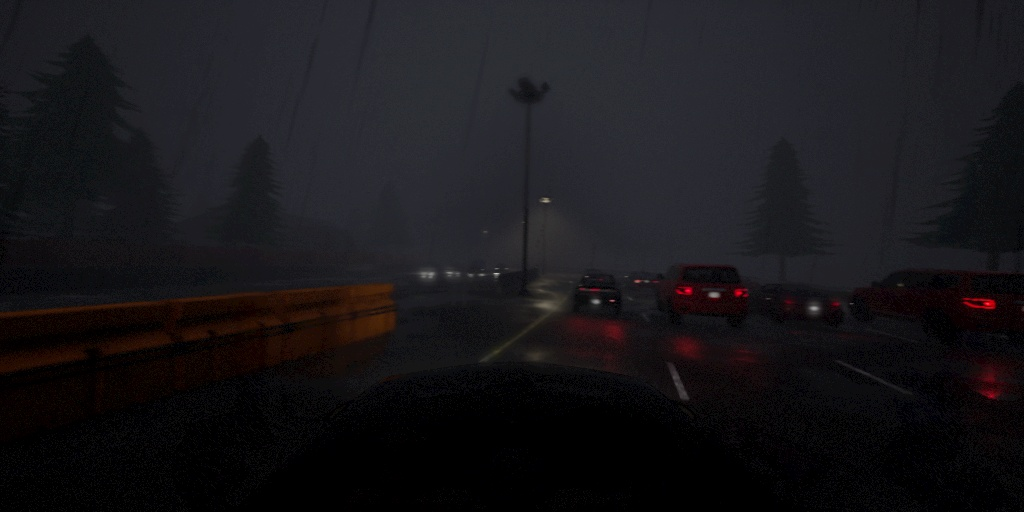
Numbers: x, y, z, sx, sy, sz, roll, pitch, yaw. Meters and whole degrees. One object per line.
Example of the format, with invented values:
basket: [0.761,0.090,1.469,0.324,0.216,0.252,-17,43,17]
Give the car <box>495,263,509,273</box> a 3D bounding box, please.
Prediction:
car: [-1.592,1.940,57.000,1.837,1.490,4.892,2,-1,1]

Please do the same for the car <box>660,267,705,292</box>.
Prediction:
car: [13.753,1.811,29.220,2.097,1.767,4.553,1,-1,9]

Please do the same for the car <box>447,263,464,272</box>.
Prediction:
car: [-8.617,1.797,55.260,1.994,1.385,4.181,1,-1,1]

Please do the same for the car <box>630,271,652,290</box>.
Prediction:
car: [9.980,1.893,27.807,2.033,1.411,5.357,1,-1,10]

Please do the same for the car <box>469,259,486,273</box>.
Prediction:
car: [-5.108,1.531,54.322,2.150,2.045,5.566,1,-1,1]

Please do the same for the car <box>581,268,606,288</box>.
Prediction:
car: [6.997,1.840,31.252,1.812,1.442,4.674,1,-1,9]

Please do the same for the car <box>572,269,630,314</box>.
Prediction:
car: [3.702,1.516,15.456,2.128,1.511,4.902,1,-1,15]

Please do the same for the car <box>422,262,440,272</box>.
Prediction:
car: [-12.137,1.616,53.875,2.128,1.511,4.902,1,-1,1]

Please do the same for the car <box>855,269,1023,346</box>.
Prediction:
car: [13.516,1.444,11.440,2.150,2.045,5.566,1,-1,15]

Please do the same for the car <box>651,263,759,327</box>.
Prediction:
car: [6.789,1.298,13.371,2.150,2.045,5.566,1,0,15]

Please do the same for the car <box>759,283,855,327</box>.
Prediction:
car: [10.492,1.740,13.790,1.994,1.385,4.181,1,-1,15]
